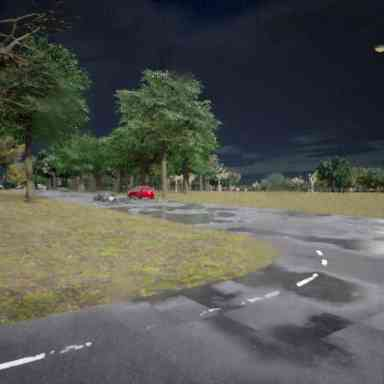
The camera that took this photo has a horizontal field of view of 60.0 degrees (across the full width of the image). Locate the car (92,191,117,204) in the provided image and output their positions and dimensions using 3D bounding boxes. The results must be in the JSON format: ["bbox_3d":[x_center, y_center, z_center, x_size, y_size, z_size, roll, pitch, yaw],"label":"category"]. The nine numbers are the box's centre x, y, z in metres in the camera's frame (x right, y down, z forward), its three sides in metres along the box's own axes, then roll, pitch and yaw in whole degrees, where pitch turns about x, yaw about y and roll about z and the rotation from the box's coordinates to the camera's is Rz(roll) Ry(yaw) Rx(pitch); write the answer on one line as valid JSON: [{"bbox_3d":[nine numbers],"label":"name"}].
[{"bbox_3d":[-11.138,0.628,42.212,2.128,1.511,4.902,-1,2,-35],"label":"car"}]

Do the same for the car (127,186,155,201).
[{"bbox_3d":[-7.612,0.151,49.334,2.150,2.045,5.566,-1,2,-35],"label":"car"}]

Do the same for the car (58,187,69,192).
[{"bbox_3d":[-33.101,-0.607,85.378,1.994,1.385,4.181,-1,2,-35],"label":"car"}]
